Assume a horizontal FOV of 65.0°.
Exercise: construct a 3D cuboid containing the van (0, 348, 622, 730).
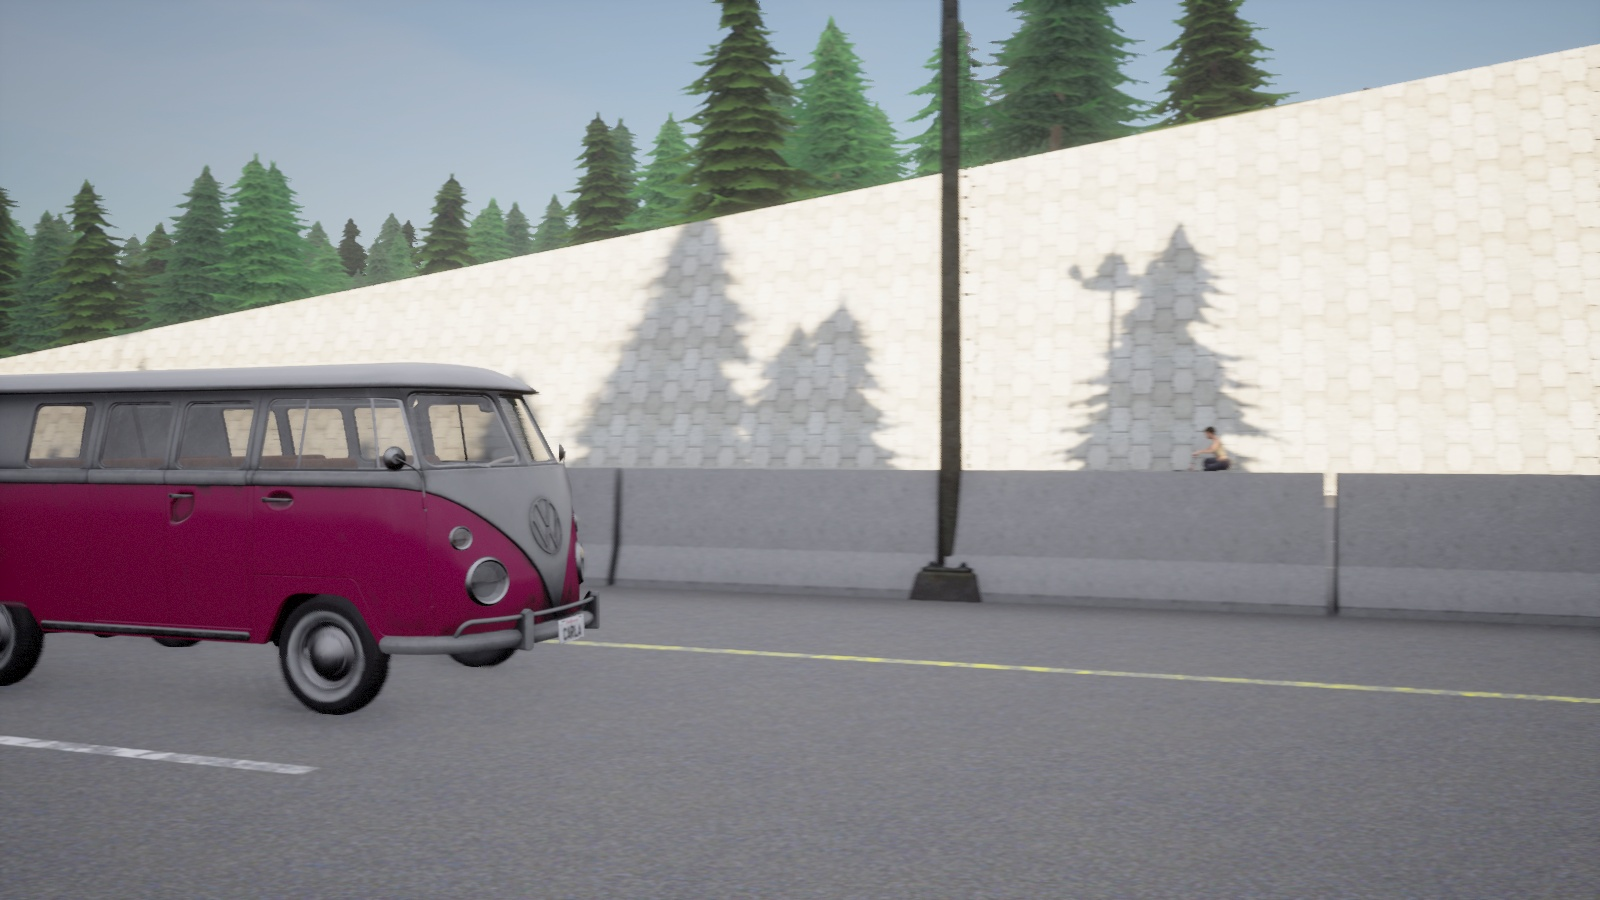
[{"bbox_3d":[-3.555,0.436,8.078,4.442,1.987,1.775,0,1,19],"label":"van"}]
